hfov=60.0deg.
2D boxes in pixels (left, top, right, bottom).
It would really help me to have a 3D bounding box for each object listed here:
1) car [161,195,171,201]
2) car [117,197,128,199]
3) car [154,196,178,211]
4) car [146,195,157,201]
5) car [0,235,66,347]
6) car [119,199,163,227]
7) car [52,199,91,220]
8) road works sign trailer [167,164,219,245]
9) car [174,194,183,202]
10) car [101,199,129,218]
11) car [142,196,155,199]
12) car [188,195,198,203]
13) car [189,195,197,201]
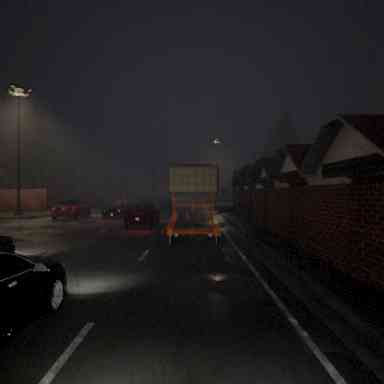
[{"bbox_3d":[-6.710,1.616,85.784,2.033,1.411,5.357,0,0,1],"label":"car"},{"bbox_3d":[-10.236,1.521,49.090,1.882,1.535,5.008,0,0,0],"label":"car"},{"bbox_3d":[-3.259,1.585,42.093,2.033,1.411,5.357,0,0,0],"label":"car"},{"bbox_3d":[-10.215,1.615,84.544,2.033,1.411,5.357,0,0,0],"label":"car"},{"bbox_3d":[-3.387,1.509,4.640,1.837,1.490,4.892,0,0,0],"label":"car"},{"bbox_3d":[-3.325,1.498,22.748,1.882,1.535,5.008,0,0,0],"label":"car"},{"bbox_3d":[-10.304,1.378,28.815,2.097,1.767,4.553,0,0,0],"label":"car"},{"bbox_3d":[0.051,0.478,15.653,2.380,3.560,2.880,0,0,0],"label":"road works sign trailer"},{"bbox_3d":[-3.240,1.293,77.052,2.150,2.045,5.566,0,0,0],"label":"car"},{"bbox_3d":[-6.798,1.628,30.490,1.895,1.301,4.718,0,0,0],"label":"car"},{"bbox_3d":[-6.749,1.569,48.802,1.812,1.442,4.674,0,0,0],"label":"car"},{"bbox_3d":[0.244,1.554,72.427,1.837,1.490,4.892,0,0,0],"label":"car"},{"bbox_3d":[0.280,1.462,82.846,2.033,1.411,5.357,0,0,0],"label":"car"}]
